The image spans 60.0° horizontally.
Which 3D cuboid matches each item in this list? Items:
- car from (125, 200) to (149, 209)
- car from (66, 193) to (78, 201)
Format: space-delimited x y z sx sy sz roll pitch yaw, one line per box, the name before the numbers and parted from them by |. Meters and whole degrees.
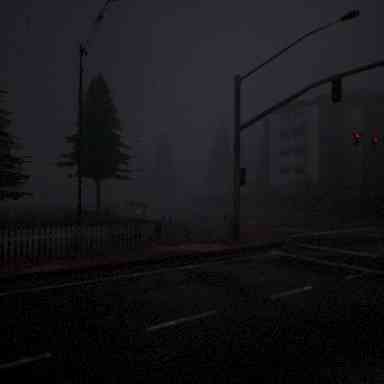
car | -8.016 1.802 48.459 1.895 1.301 4.718 1 0 -34
car | -31.990 1.395 89.967 2.150 2.045 5.566 1 0 -42
